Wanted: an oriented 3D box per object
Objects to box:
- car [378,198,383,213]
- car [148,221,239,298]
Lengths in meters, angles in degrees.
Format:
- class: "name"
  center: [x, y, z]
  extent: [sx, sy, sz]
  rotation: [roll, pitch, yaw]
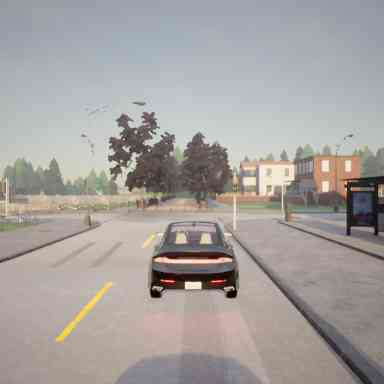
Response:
- class: "car"
  center: [18.442, 1.352, 33.377]
  extent: [4.553, 1.767, 2.097]
  rotation: [0, 0, 0]
- class: "car"
  center: [0.049, 1.492, 8.484]
  extent: [2.128, 1.511, 4.902]
  rotation: [0, 0, 1]
